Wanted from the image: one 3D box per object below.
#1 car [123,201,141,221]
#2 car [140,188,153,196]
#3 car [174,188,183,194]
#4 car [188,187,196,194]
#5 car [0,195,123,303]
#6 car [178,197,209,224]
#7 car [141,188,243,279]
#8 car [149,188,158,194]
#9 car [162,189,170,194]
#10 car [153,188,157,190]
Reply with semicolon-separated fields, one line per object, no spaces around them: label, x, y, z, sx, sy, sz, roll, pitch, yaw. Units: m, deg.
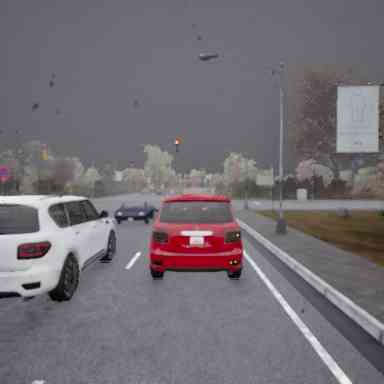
car;-3.398;1.190;20.682;1.895;1.301;4.718;0;1;0
car;-10.494;0.012;75.250;1.837;1.490;4.892;0;1;0
car;-3.489;-0.237;88.781;2.128;1.511;4.902;0;1;0
car;0.012;-0.414;89.163;2.097;1.767;4.553;0;1;0
car;-3.399;1.063;7.957;2.150;2.045;5.566;0;1;0
car;0.102;1.095;21.665;1.812;1.442;4.674;0;1;0
car;0.097;1.032;9.562;2.150;2.045;5.566;0;1;0
car;-10.485;-0.266;90.845;2.033;1.411;5.357;0;1;0
car;-6.985;-0.210;90.805;1.895;1.301;4.718;0;1;0
car;-6.994;0.052;75.241;2.033;1.411;5.357;0;1;0
